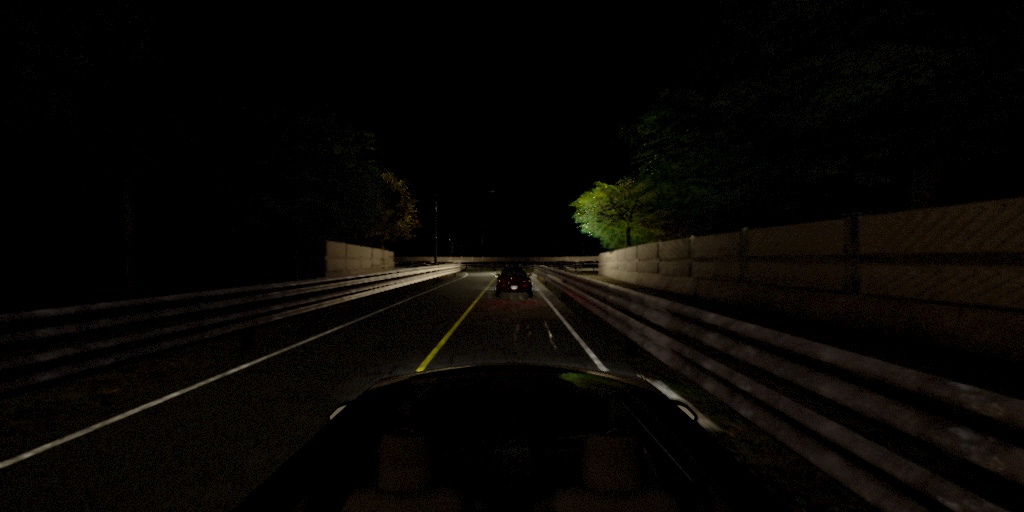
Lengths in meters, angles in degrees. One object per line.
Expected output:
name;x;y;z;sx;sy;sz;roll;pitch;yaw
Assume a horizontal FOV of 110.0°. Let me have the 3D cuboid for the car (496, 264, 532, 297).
car;0.110;1.350;19.427;1.812;1.442;4.674;0;0;0
